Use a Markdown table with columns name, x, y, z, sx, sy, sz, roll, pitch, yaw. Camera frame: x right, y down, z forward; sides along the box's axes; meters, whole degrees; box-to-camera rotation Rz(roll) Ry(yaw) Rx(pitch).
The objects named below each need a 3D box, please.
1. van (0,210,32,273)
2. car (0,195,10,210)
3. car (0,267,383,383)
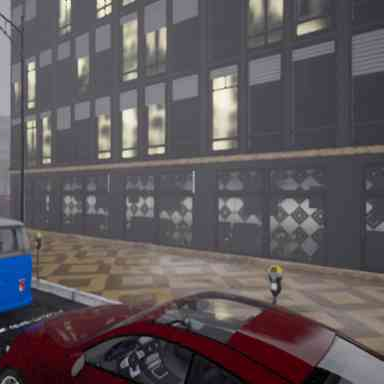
| name | x | y | z | sx | sy | sz | roll | pitch | yaw |
| --- | --- | --- | --- | --- | --- | --- | --- | --- | --- |
| van | -4.631 | 1.290 | 6.136 | 3.998 | 1.788 | 1.690 | 0 | 0 | 35 |
| car | -14.532 | 1.154 | 28.244 | 2.192 | 1.841 | 5.009 | 0 | 0 | 35 |
| car | 0.001 | 1.571 | 2.835 | 4.206 | 1.307 | 1.802 | 0 | 0 | 35 |
